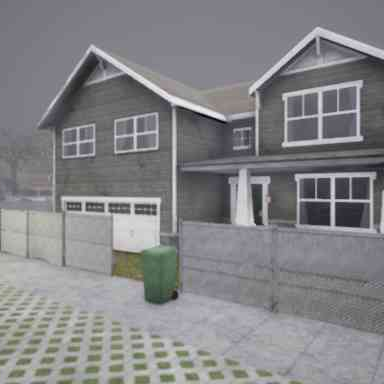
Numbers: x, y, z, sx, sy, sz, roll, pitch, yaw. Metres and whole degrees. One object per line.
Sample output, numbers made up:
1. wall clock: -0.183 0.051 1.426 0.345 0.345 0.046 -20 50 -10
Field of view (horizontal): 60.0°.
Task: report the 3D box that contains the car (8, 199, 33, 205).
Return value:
1. car: -20.358 1.582 39.096 1.837 1.490 4.892 0 0 21
